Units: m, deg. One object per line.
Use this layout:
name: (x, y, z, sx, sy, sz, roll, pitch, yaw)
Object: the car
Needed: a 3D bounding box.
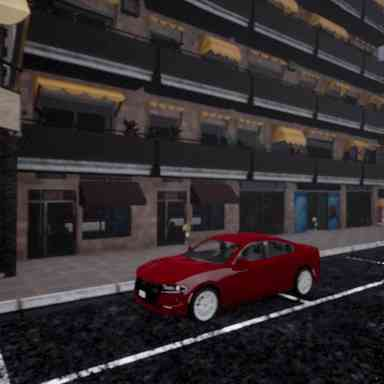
car: (0.945, 1.590, 7.236, 4.507, 1.381, 1.887, 1, 0, -36)
